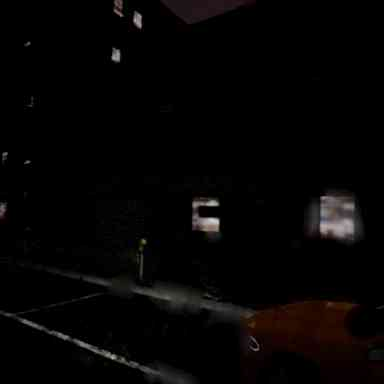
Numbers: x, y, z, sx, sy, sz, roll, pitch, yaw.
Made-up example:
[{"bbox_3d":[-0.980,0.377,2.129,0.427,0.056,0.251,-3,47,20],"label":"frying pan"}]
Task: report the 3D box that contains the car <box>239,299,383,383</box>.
[{"bbox_3d":[2.909,1.759,3.326,5.008,1.535,1.882,0,-4,34],"label":"car"}]
